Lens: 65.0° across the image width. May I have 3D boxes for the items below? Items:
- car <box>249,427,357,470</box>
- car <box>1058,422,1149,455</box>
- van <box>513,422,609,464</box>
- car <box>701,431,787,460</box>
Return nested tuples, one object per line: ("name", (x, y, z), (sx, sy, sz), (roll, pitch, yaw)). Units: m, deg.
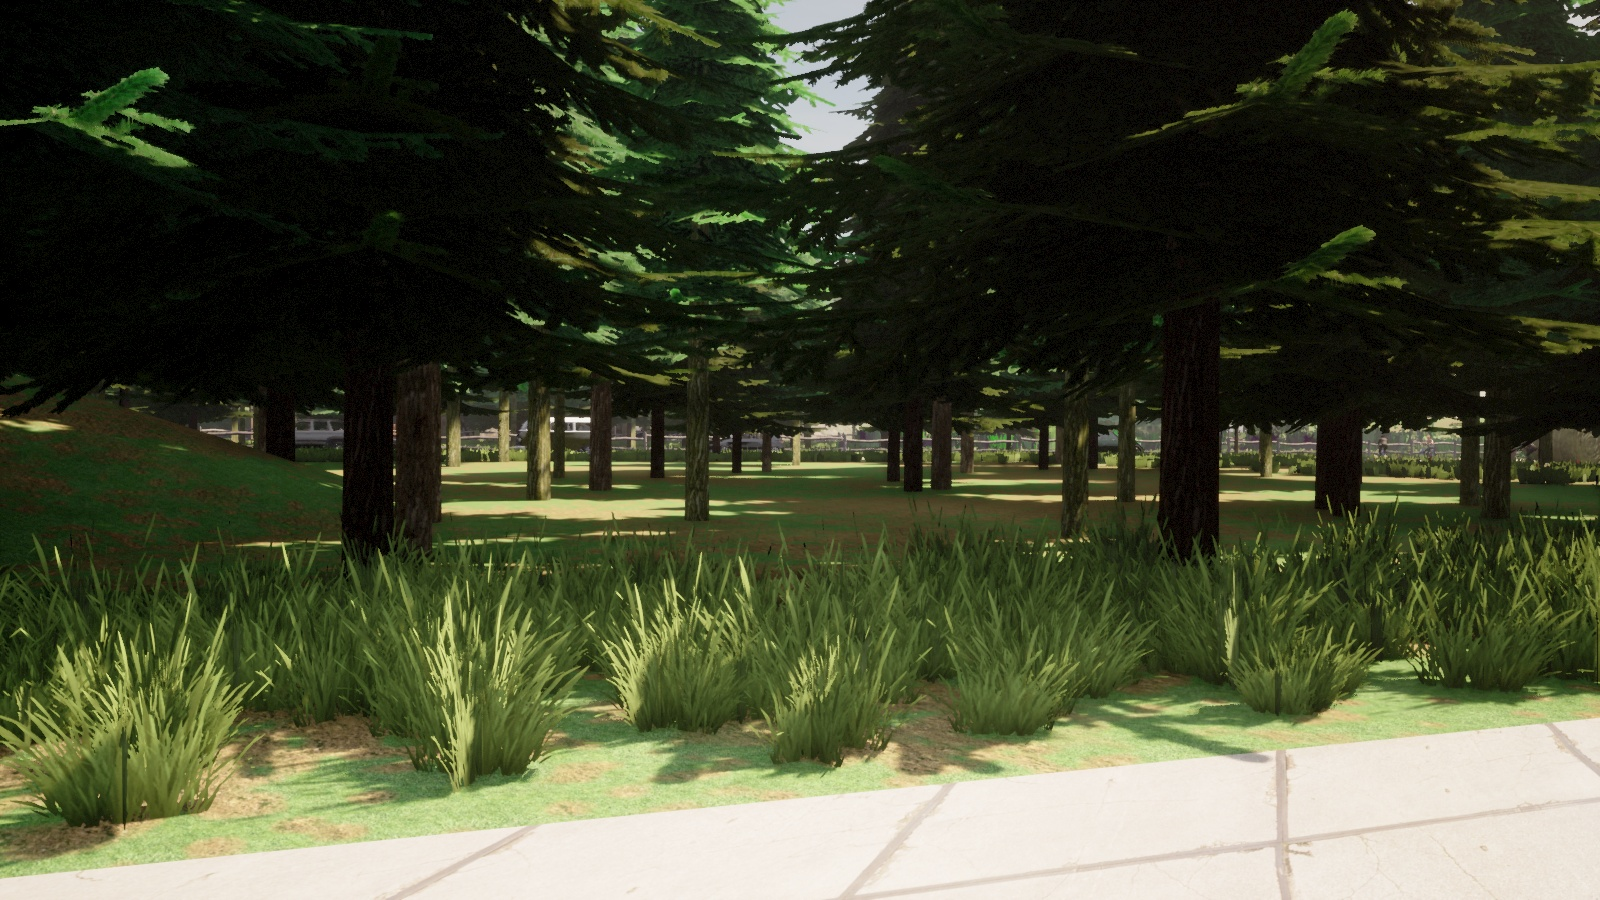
("car", (-23.276, -0.094, 58.949), (4.605, 1.855, 1.932), (-1, 1, -21))
("car", (16.966, -0.678, 70.239), (4.553, 1.767, 2.097), (-1, 1, -19))
("van", (-12.039, -0.373, 63.213), (4.480, 2.038, 2.069), (0, 1, -21))
("car", (-2.969, -0.241, 66.668), (4.193, 1.474, 1.816), (-1, 1, -21))
